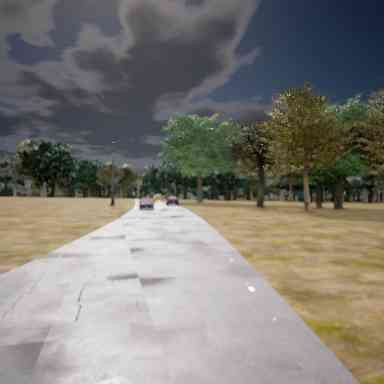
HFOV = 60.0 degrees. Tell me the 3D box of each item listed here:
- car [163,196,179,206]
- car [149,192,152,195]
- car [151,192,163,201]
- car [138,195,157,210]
[{"bbox_3d":[-3.264,1.430,55.154,1.882,1.535,5.008,0,0,-9],"label":"car"},{"bbox_3d":[-10.490,1.075,91.428,2.150,2.045,5.566,0,0,-10],"label":"car"},{"bbox_3d":[-7.423,1.234,73.942,1.882,1.535,5.008,0,0,-10],"label":"car"},{"bbox_3d":[-5.678,1.452,41.820,1.882,1.535,5.008,0,0,-7],"label":"car"}]
